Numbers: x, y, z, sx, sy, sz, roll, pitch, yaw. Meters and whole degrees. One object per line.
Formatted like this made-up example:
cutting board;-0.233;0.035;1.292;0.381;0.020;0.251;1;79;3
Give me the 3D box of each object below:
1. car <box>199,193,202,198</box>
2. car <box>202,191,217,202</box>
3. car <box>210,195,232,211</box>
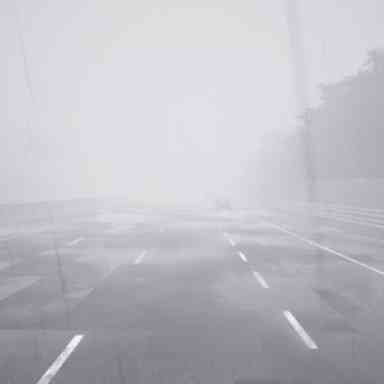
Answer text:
car;3.513;1.146;82.570;1.994;1.385;4.181;0;0;0
car;3.510;0.896;62.316;2.150;2.045;5.566;0;0;0
car;3.506;1.414;38.317;2.033;1.411;5.357;0;0;0
